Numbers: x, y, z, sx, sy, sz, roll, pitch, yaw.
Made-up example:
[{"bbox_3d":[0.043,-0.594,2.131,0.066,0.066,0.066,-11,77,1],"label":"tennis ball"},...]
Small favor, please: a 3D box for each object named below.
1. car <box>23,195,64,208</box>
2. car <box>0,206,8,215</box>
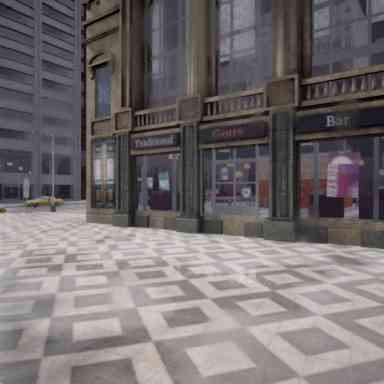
[{"bbox_3d":[-18.517,1.133,41.565,1.752,1.417,4.829,1,2,36],"label":"car"},{"bbox_3d":[-18.034,1.333,27.664,1.752,1.417,4.829,1,2,36],"label":"car"}]
